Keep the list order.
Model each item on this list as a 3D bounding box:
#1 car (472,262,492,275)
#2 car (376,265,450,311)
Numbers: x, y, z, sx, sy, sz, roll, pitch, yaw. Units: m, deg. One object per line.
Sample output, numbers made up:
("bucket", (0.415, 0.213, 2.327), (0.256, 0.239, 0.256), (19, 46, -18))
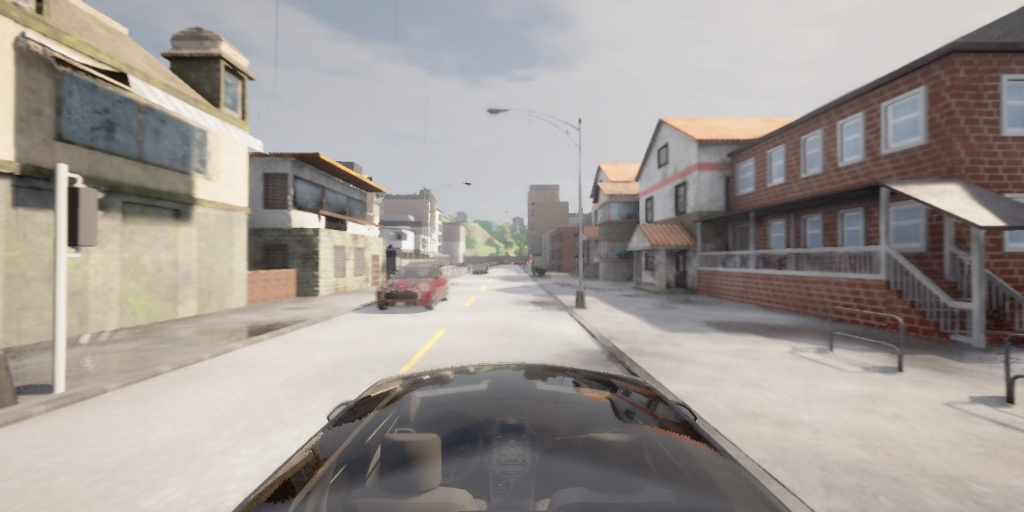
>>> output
("car", (-4.008, 1.738, 46.369), (1.837, 1.490, 4.892), (0, 1, 0))
("car", (-4.003, 1.172, 15.110), (2.097, 1.767, 4.553), (0, -1, 0))
